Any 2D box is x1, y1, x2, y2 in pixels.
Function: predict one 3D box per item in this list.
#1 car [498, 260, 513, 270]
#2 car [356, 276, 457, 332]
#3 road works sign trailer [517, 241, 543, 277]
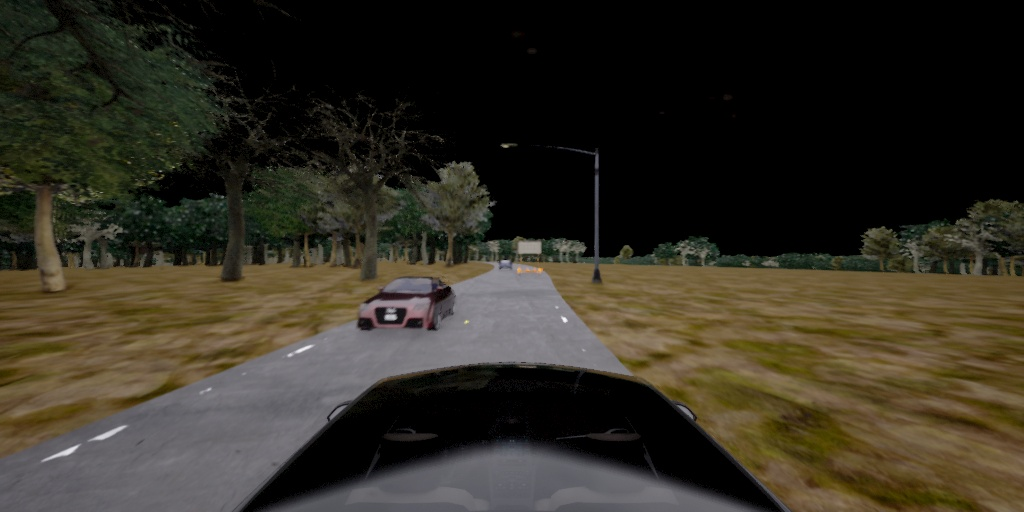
[{"bbox_3d":[-0.903,1.263,50.975,1.812,1.442,4.674,0,0,1],"label":"car"},{"bbox_3d":[-2.911,1.307,10.736,1.994,1.385,4.181,0,0,2],"label":"car"},{"bbox_3d":[1.718,0.211,35.461,2.380,3.560,2.880,0,0,3],"label":"road works sign trailer"}]
